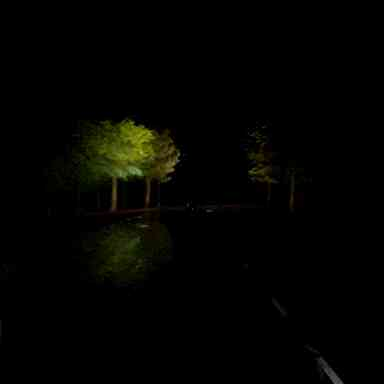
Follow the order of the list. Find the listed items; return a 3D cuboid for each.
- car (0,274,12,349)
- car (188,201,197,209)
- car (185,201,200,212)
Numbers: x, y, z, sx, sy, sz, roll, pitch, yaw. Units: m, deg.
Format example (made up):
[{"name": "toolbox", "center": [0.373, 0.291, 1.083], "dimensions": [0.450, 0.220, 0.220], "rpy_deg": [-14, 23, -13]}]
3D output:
[{"name": "car", "center": [-3.587, 1.554, 3.208], "dimensions": [1.812, 1.442, 4.674], "rpy_deg": [0, -1, 0]}, {"name": "car", "center": [0.075, 2.594, 68.606], "dimensions": [1.882, 1.535, 5.008], "rpy_deg": [0, -1, 0]}, {"name": "car", "center": [0.082, 2.235, 50.263], "dimensions": [1.837, 1.490, 4.892], "rpy_deg": [0, -1, 0]}]
